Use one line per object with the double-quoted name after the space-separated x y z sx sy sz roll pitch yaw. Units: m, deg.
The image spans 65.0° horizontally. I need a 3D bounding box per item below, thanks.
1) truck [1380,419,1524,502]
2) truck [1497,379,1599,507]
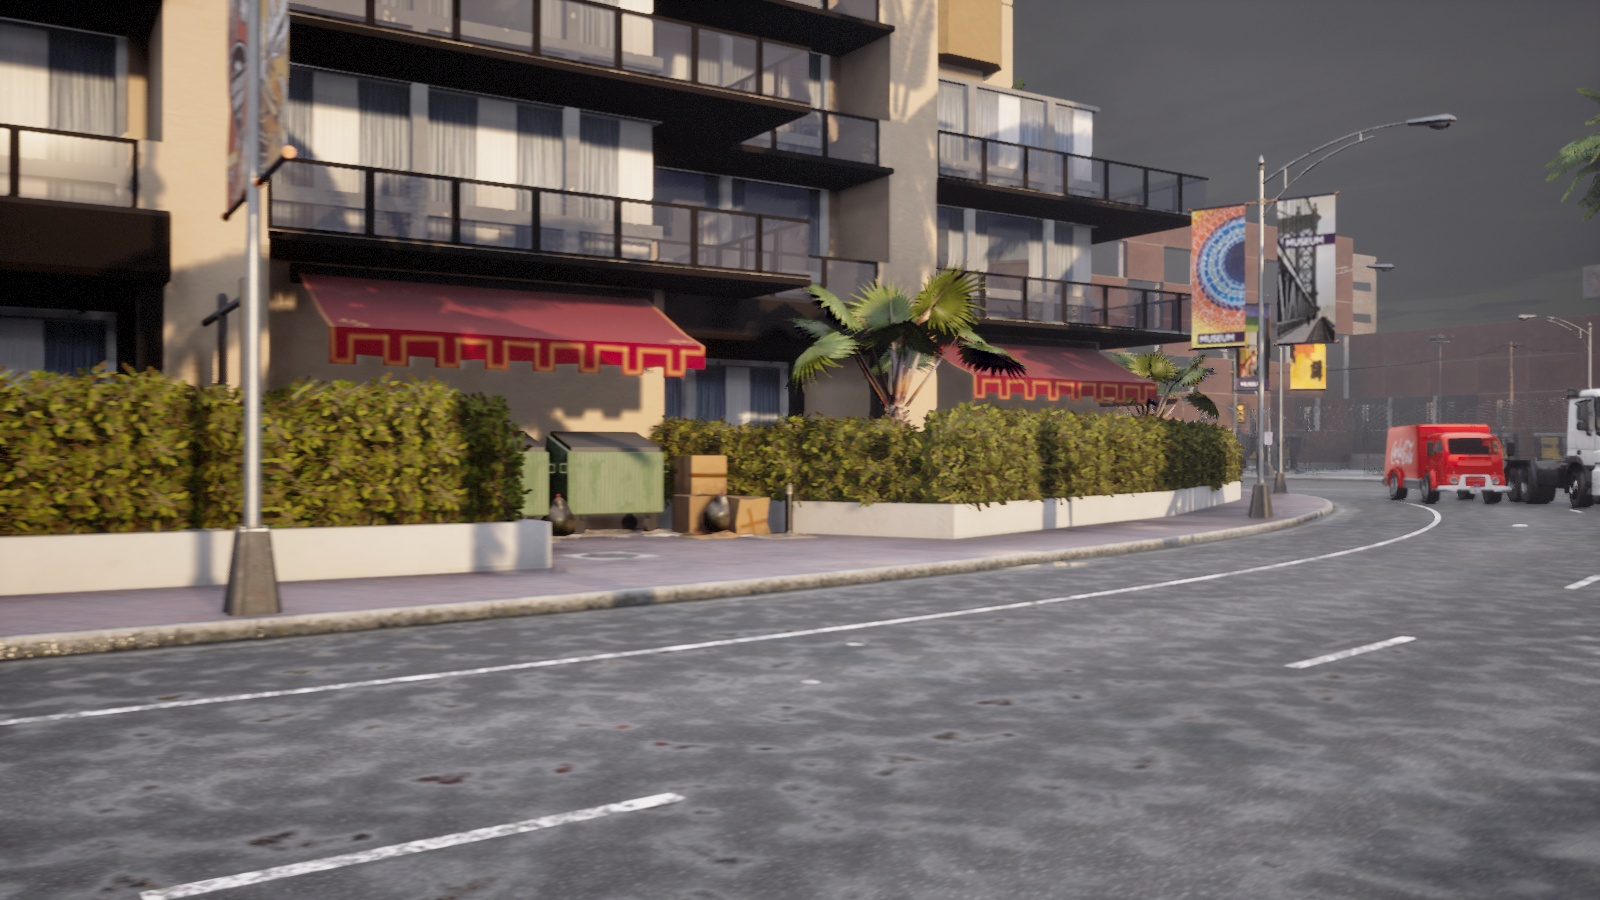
20.747 0.327 40.281 2.627 2.467 5.204 0 0 9 "truck"
23.727 -0.184 37.451 2.891 3.462 7.936 0 0 12 "truck"
